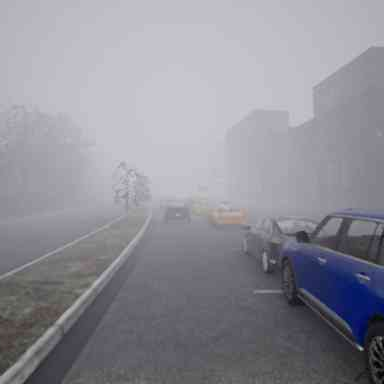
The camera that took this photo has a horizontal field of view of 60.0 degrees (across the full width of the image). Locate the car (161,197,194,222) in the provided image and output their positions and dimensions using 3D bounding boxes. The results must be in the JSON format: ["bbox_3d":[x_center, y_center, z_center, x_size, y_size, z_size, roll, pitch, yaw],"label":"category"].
[{"bbox_3d":[-1.212,1.448,25.700,1.882,1.535,5.008,0,0,-5],"label":"car"}]

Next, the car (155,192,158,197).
[{"bbox_3d":[-7.272,1.262,81.880,2.163,1.488,4.792,0,0,-10],"label":"car"}]

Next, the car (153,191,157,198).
[{"bbox_3d":[-8.262,0.943,87.333,2.435,2.045,5.566,0,0,-10],"label":"car"}]

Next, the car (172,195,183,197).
[{"bbox_3d":[-1.330,1.398,49.200,2.097,1.535,5.008,0,0,-10],"label":"car"}]

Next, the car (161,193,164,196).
[{"bbox_3d":[-4.289,1.367,65.477,2.002,1.452,4.674,0,0,-10],"label":"car"}]

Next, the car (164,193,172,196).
[{"bbox_3d":[-3.296,1.354,60.016,2.231,1.521,4.892,0,0,-10],"label":"car"}]

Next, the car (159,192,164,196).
[{"bbox_3d":[-5.288,1.327,70.964,2.163,1.488,4.792,0,0,-10],"label":"car"}]

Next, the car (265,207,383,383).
[{"bbox_3d":[2.999,1.231,4.924,2.435,2.045,5.566,0,0,-1],"label":"car"}]

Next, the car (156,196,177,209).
[{"bbox_3d":[-3.325,1.528,42.814,1.895,1.301,4.718,0,0,-9],"label":"car"}]

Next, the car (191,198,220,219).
[{"bbox_3d":[1.095,1.440,32.740,1.946,1.575,5.366,0,0,-6],"label":"car"}]

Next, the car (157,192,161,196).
[{"bbox_3d":[-6.273,1.306,76.391,2.002,1.452,4.674,0,0,-10],"label":"car"}]

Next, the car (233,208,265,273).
[{"bbox_3d":[2.852,1.482,10.470,2.231,1.521,4.892,0,0,-2],"label":"car"}]
